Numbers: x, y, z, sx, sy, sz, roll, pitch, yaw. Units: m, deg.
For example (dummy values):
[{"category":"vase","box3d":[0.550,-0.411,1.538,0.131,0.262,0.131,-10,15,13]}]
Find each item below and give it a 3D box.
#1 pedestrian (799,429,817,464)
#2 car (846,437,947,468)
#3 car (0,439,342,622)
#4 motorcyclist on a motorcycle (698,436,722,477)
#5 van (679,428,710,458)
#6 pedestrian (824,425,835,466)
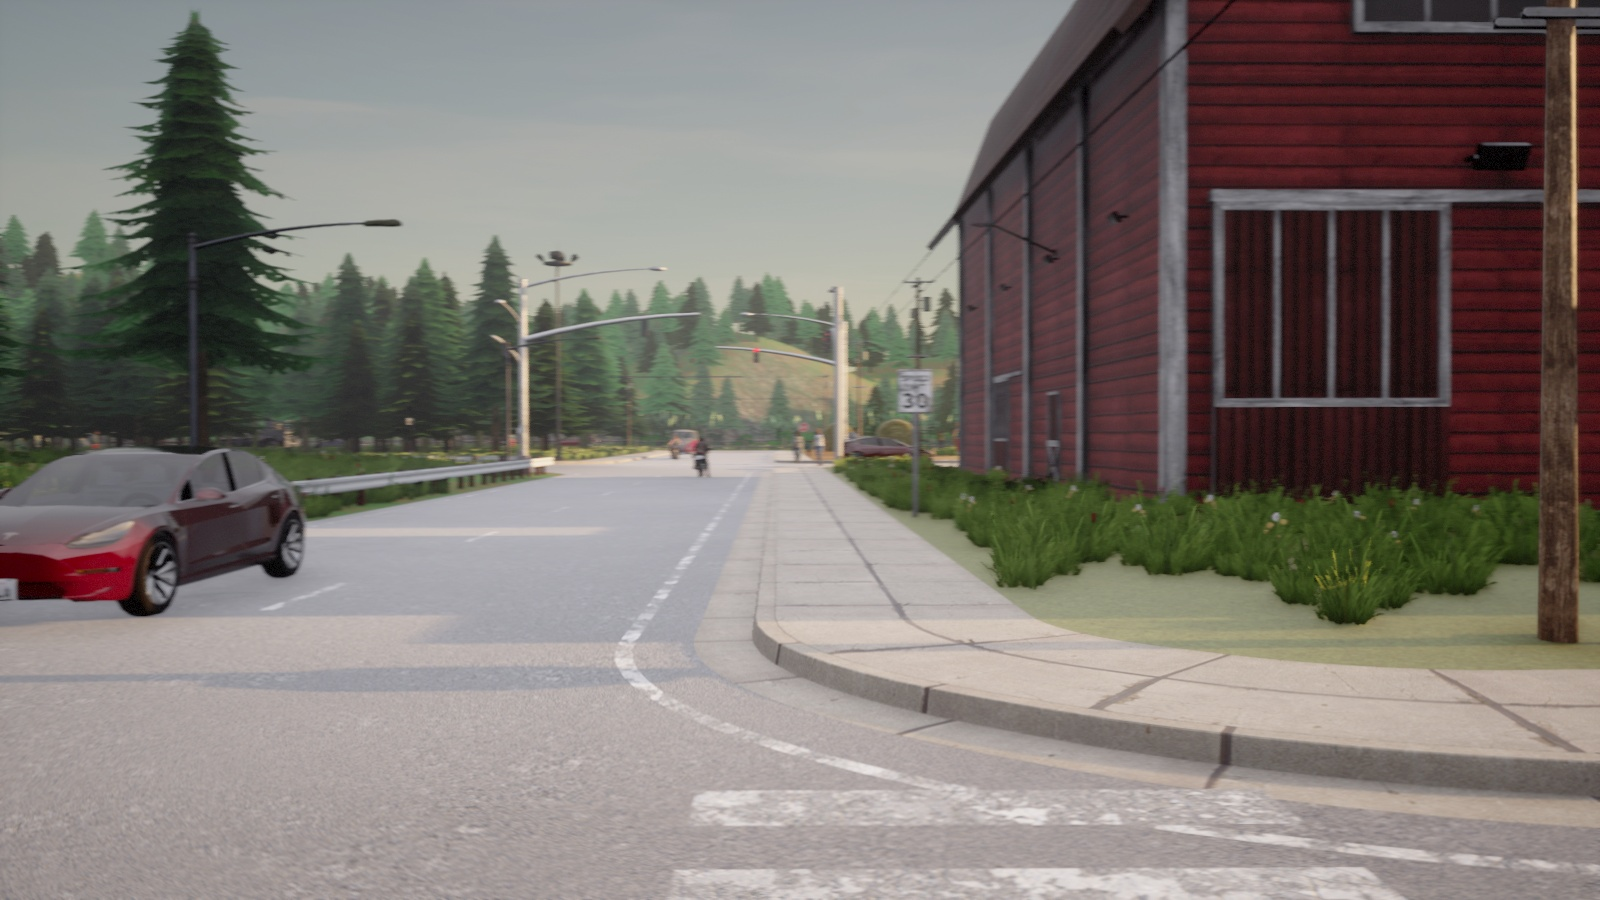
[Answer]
[{"category":"pedestrian","box3d":[0.420,-0.183,66.889,0.874,1.855,0.900,0,1,-4]},{"category":"car","box3d":[4.715,0.093,62.044,4.792,1.488,2.163,0,1,-2]},{"category":"car","box3d":[-6.588,0.646,12.752,2.163,1.488,4.792,0,1,0]},{"category":"motorcyclist on a motorcycle","box3d":[-3.393,0.233,47.524,0.797,1.523,2.044,0,1,-1]},{"category":"van","box3d":[-7.228,-0.469,86.019,1.775,1.987,4.442,0,1,0]},{"category":"pedestrian","box3d":[1.342,-0.210,57.458,0.354,1.836,0.706,0,1,15]}]
